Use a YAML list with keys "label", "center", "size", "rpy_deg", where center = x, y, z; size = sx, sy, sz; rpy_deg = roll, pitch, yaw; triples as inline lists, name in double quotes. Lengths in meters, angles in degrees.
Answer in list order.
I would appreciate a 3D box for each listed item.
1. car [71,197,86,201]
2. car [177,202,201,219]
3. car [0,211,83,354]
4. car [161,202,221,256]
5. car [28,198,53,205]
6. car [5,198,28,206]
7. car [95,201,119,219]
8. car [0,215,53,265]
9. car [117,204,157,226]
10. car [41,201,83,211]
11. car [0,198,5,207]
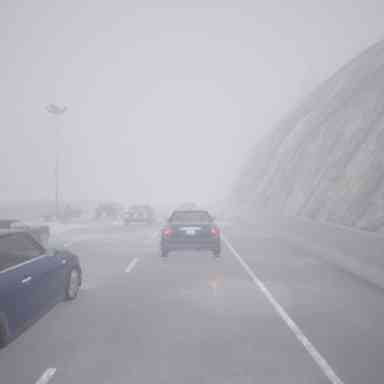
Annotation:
- label: "car"
  center: [-21.631, 1.760, 63.297]
  size: [2.128, 1.511, 4.902]
  rpy_deg: [0, 0, 2]
- label: "car"
  center: [-0.302, 1.627, 30.417]
  size: [1.994, 1.385, 4.181]
  rpy_deg: [0, 0, -1]
- label: "car"
  center: [-3.471, 1.382, 5.506]
  size: [2.097, 1.767, 4.553]
  rpy_deg: [0, 0, -1]
- label: "car"
  center: [-0.070, 1.379, 13.341]
  size: [2.097, 1.767, 4.553]
  rpy_deg: [0, 0, -1]
- label: "car"
  center: [-25.246, 1.758, 56.310]
  size: [1.837, 1.490, 4.892]
  rpy_deg: [0, 0, 0]
- label: "car"
  center: [-28.748, 1.839, 55.635]
  size: [1.994, 1.385, 4.181]
  rpy_deg: [0, 0, 0]
- label: "car"
  center: [-7.294, 1.606, 29.830]
  size: [1.837, 1.490, 4.892]
  rpy_deg: [0, 0, -1]
- label: "car"
  center: [-7.055, 1.666, 12.346]
  size: [1.895, 1.301, 4.718]
  rpy_deg: [0, 0, -1]
- label: "car"
  center: [-3.720, 1.618, 24.353]
  size: [2.033, 1.411, 5.357]
  rpy_deg: [0, 0, -1]
- label: "car"
  center: [-10.771, 1.718, 28.108]
  size: [1.895, 1.301, 4.718]
  rpy_deg: [0, 0, -1]
- label: "car"
  center: [-32.245, 1.805, 56.541]
  size: [1.837, 1.490, 4.892]
  rpy_deg: [0, 0, 0]
